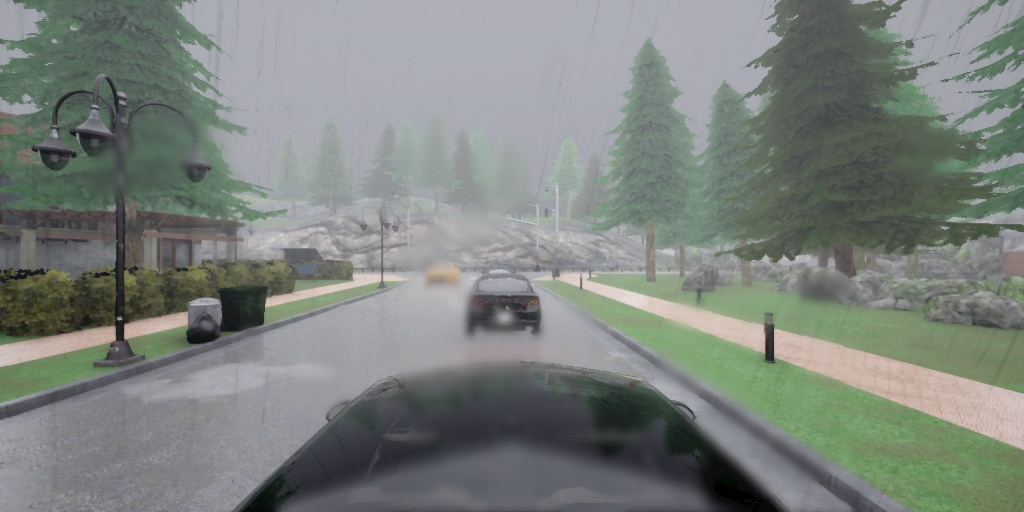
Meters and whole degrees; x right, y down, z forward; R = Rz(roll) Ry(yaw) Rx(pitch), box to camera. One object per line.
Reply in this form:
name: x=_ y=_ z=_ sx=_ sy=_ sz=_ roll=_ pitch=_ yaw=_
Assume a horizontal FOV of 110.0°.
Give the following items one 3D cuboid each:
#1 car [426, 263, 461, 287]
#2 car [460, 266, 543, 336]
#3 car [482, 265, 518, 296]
car: x=-4.588 y=1.227 z=24.439 sx=1.882 sy=1.535 sz=5.008 roll=0 pitch=0 yaw=-3
car: x=-0.269 y=1.228 z=10.474 sx=1.882 sy=1.535 sz=5.008 roll=0 pitch=0 yaw=-3
car: x=-0.738 y=1.276 z=20.146 sx=1.812 sy=1.442 sz=4.674 roll=0 pitch=0 yaw=-3
